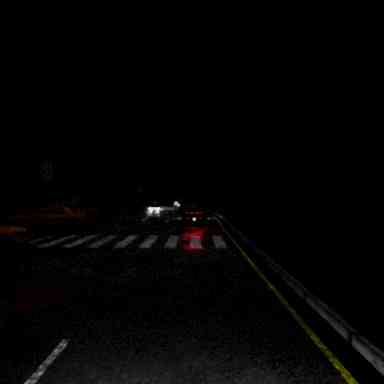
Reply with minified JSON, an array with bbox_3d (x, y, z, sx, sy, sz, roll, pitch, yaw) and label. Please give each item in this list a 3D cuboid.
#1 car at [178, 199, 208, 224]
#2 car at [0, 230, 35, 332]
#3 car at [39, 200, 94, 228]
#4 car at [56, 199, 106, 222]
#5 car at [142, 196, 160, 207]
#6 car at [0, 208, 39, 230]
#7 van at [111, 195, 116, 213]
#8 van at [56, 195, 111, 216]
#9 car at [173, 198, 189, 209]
[{"bbox_3d":[0.138,1.549,25.004,1.837,1.490,4.892,0,1,0],"label":"car"},{"bbox_3d":[-3.949,1.504,3.830,2.128,1.511,4.902,0,0,0],"label":"car"},{"bbox_3d":[-9.361,1.550,21.572,5.366,1.575,1.946,-1,0,-20],"label":"car"},{"bbox_3d":[-9.218,1.529,24.641,5.008,1.535,2.097,-1,0,-20],"label":"car"},{"bbox_3d":[-6.057,1.299,48.191,2.128,1.511,4.902,0,0,-23],"label":"car"},{"bbox_3d":[-8.985,1.523,12.687,5.366,1.575,1.946,-1,0,-20],"label":"car"},{"bbox_3d":[-9.374,1.247,30.586,4.442,1.987,1.878,-1,1,-20],"label":"van"},{"bbox_3d":[-9.348,1.276,27.586,4.442,1.987,1.878,-1,1,-20],"label":"van"},{"bbox_3d":[-1.156,1.426,41.892,2.033,1.411,5.357,0,1,-12],"label":"car"}]
